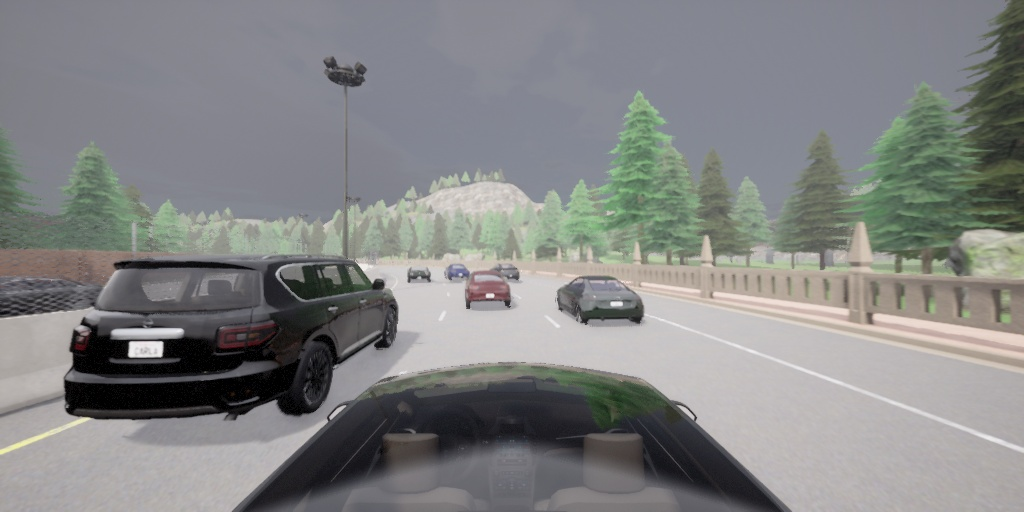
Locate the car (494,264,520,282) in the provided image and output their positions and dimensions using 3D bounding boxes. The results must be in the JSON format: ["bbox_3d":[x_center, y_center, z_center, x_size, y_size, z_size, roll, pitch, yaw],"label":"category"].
[{"bbox_3d":[-0.760,1.387,30.686,2.128,1.511,4.902,0,0,-16],"label":"car"}]

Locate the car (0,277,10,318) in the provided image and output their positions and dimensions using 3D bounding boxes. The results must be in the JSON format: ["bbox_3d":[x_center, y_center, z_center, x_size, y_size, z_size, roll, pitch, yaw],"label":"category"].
[{"bbox_3d":[-14.477,1.327,10.021,2.128,1.511,4.902,0,0,-5],"label":"car"}]

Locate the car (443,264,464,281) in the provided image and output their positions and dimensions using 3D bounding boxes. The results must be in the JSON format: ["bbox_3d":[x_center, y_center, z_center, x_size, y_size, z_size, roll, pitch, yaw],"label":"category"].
[{"bbox_3d":[-5.096,1.445,32.952,1.812,1.442,4.674,0,0,-17],"label":"car"}]

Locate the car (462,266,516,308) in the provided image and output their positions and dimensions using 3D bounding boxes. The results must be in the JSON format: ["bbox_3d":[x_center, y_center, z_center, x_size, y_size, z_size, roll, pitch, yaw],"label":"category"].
[{"bbox_3d":[-1.155,1.349,15.777,1.812,1.442,4.674,0,0,-8],"label":"car"}]

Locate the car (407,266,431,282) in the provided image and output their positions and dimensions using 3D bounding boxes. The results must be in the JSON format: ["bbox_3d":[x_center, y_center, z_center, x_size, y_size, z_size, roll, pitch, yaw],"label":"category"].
[{"bbox_3d":[-8.266,1.523,31.585,1.895,1.301,4.718,0,0,-17],"label":"car"}]

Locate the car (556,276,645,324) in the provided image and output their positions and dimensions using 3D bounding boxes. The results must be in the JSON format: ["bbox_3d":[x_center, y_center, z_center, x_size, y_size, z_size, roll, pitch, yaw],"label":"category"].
[{"bbox_3d":[2.815,1.358,12.288,1.994,1.385,4.181,0,0,-5],"label":"car"}]

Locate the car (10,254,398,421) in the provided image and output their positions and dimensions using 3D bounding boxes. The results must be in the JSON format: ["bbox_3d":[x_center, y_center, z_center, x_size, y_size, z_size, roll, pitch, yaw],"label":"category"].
[{"bbox_3d":[-3.647,1.004,6.124,2.150,2.045,5.566,0,0,-3],"label":"car"}]
